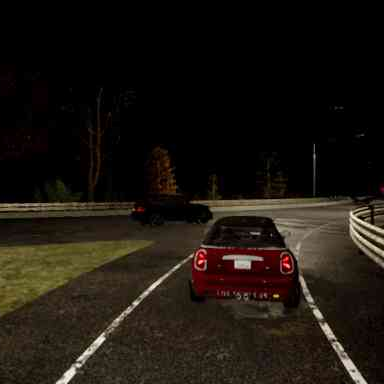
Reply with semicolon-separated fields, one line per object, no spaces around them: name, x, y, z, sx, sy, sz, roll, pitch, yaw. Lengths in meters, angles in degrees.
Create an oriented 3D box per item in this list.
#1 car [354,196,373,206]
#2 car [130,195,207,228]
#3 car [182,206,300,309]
car;28.892;1.501;56.539;2.128;1.511;4.902;0;0;39
car;-1.349;1.221;22.374;5.566;2.045;2.150;0;0;-29
car;1.327;1.353;8.183;2.097;1.767;4.553;0;0;11
